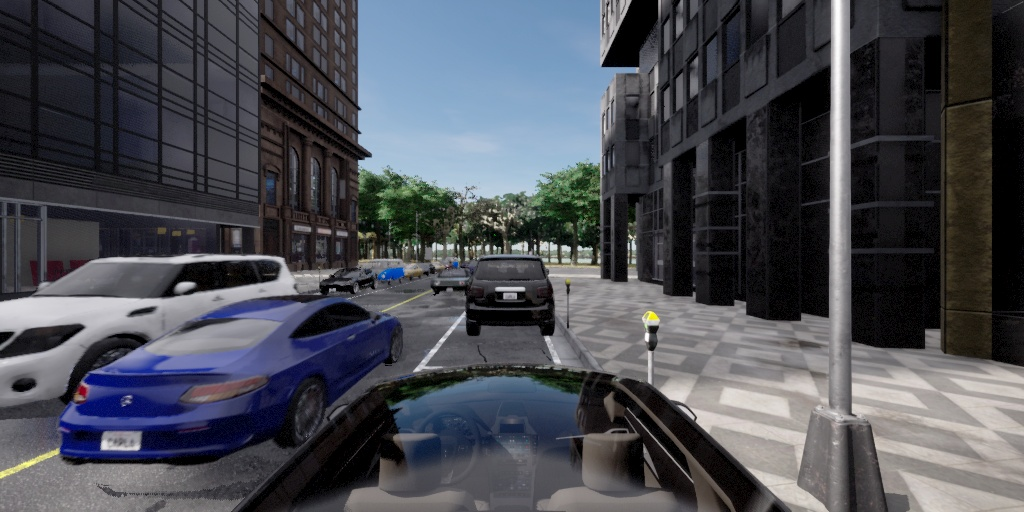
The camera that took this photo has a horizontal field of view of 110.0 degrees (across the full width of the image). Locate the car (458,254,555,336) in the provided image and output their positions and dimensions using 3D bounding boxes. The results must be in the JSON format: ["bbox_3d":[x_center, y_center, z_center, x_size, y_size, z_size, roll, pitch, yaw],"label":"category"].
[{"bbox_3d":[-0.039,0.971,10.530,2.150,2.045,5.566,0,0,0],"label":"car"}]

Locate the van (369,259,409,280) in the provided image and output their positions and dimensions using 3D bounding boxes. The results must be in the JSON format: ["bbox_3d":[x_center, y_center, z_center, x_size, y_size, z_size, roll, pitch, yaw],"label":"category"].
[{"bbox_3d":[-8.908,1.093,25.423,1.690,1.789,3.998,0,0,0],"label":"van"}]

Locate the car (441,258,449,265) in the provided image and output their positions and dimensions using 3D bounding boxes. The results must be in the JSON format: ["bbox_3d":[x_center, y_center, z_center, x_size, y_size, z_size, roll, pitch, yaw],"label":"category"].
[{"bbox_3d":[-8.908,1.284,41.566,1.751,1.417,4.829,0,0,0],"label":"car"}]

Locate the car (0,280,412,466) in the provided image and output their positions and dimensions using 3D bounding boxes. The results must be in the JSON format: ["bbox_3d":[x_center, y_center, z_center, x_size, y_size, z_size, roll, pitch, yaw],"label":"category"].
[{"bbox_3d":[-3.043,1.275,5.108,1.812,1.442,4.674,0,0,0],"label":"car"}]

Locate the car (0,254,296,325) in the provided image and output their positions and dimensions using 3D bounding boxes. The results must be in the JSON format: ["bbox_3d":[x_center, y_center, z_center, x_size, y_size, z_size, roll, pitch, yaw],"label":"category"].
[{"bbox_3d":[-6.246,0.971,6.470,2.150,2.045,5.566,0,0,0],"label":"car"}]

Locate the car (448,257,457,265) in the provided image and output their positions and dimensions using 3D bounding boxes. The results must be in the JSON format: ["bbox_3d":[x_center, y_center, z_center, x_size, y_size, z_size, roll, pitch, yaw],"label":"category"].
[{"bbox_3d":[-8.908,1.201,47.173,1.967,1.591,4.097,0,0,0],"label":"car"}]

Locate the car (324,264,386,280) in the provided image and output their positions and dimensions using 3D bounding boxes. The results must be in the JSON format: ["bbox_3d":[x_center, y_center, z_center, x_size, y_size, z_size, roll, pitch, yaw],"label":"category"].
[{"bbox_3d":[-8.908,1.317,19.986,1.948,1.339,4.313,0,0,0],"label":"car"}]

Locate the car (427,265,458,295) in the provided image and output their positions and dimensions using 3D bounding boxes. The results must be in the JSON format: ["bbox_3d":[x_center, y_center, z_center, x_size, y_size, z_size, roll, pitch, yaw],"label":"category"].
[{"bbox_3d":[-3.044,1.352,19.750,1.895,1.301,4.718,0,0,0],"label":"car"}]

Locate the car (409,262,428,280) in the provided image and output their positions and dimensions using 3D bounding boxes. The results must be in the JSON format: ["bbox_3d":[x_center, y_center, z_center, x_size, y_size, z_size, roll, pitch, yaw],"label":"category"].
[{"bbox_3d":[-8.908,1.280,30.691,1.751,1.417,4.829,0,0,0],"label":"car"}]

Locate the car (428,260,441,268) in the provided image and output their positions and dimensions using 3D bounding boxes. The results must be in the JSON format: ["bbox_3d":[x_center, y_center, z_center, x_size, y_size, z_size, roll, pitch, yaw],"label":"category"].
[{"bbox_3d":[-8.908,1.322,36.298,1.948,1.339,4.313,0,0,0],"label":"car"}]

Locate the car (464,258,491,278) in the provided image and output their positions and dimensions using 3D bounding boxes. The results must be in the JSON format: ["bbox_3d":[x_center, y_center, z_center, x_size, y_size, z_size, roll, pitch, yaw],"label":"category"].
[{"bbox_3d":[-3.145,1.107,33.922,2.097,1.767,4.553,0,0,0],"label":"car"}]
